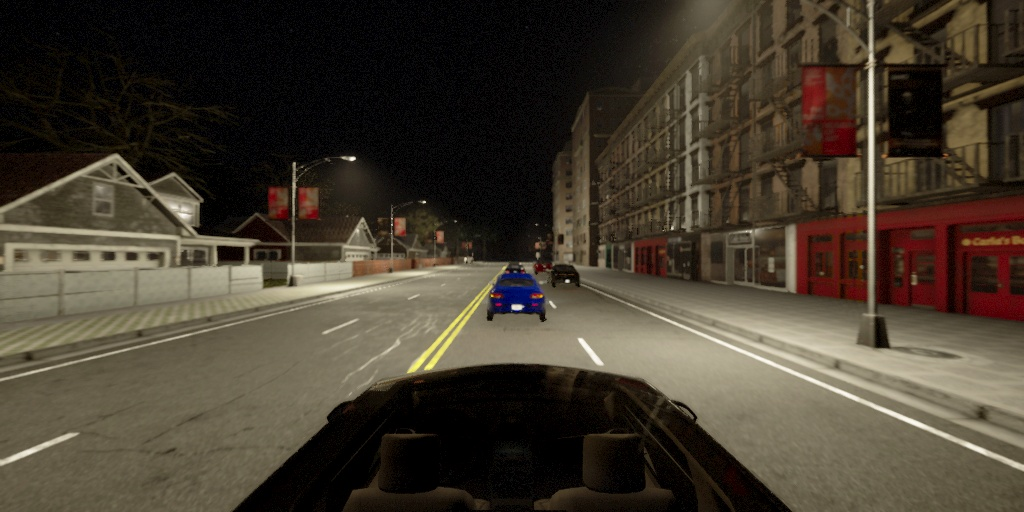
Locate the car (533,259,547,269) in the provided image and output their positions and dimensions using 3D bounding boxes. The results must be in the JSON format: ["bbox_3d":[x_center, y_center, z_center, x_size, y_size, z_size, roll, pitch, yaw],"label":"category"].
[{"bbox_3d":[3.560,1.157,41.299,2.097,1.767,4.553,0,0,0],"label":"car"}]

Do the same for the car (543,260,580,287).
[{"bbox_3d":[3.468,1.299,24.755,1.837,1.490,4.892,0,0,0],"label":"car"}]

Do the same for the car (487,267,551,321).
[{"bbox_3d":[0.150,1.291,12.489,1.812,1.442,4.674,0,0,0],"label":"car"}]

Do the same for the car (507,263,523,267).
[{"bbox_3d":[0.253,1.331,31.014,2.033,1.411,5.357,0,0,0],"label":"car"}]
